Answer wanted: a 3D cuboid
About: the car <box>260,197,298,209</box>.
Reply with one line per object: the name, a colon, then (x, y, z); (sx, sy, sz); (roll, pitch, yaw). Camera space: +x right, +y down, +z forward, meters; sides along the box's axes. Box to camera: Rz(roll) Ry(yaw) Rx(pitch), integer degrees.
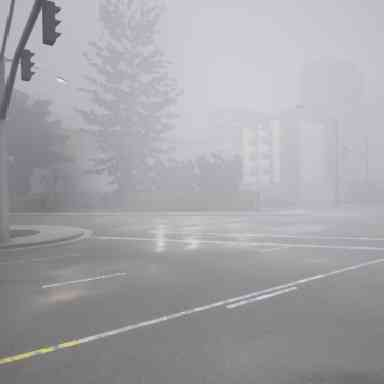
car: (9.547, 1.193, 37.665); (1.895, 1.301, 4.718); (-1, 1, -35)
